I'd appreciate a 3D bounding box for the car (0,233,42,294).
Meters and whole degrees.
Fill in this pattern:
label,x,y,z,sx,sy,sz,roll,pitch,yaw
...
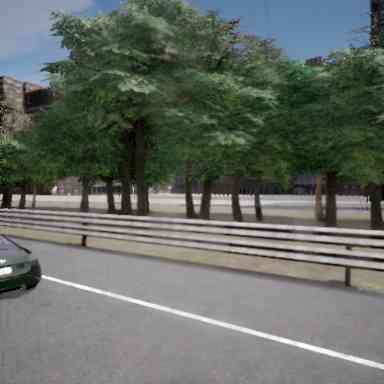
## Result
label,x,y,z,sx,sy,sz,roll,pitch,yaw
car,-5.429,1.564,7.831,4.181,1.385,1.994,0,0,35
